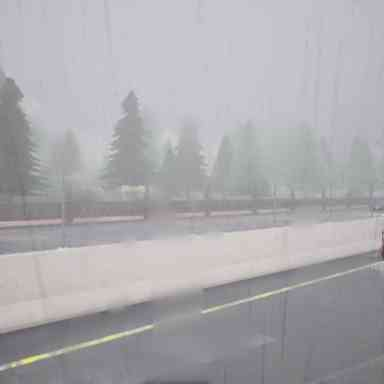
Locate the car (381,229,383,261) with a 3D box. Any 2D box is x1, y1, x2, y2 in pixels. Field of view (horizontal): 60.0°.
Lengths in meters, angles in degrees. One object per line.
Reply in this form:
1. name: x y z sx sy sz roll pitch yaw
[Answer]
1. car: 7.529 1.242 9.487 5.566 2.045 2.150 0 0 -37
